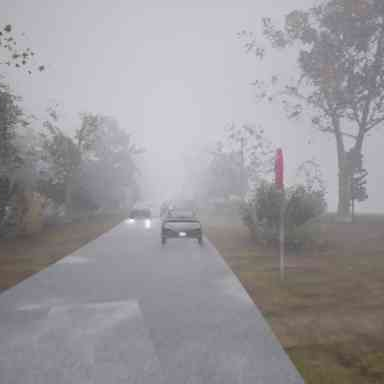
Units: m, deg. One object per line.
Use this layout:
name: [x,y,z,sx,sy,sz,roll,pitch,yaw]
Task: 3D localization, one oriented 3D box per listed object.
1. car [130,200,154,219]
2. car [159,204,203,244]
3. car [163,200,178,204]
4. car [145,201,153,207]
car: [-4.961,1.731,32.460,1.882,1.535,5.008,0,-1,-6]
car: [-0.559,1.573,16.381,2.128,1.511,4.902,0,0,-4]
car: [-2.260,1.643,34.694,2.097,1.767,4.553,0,-1,-6]
car: [-9.558,2.662,73.989,1.837,1.490,4.892,0,-2,-6]
